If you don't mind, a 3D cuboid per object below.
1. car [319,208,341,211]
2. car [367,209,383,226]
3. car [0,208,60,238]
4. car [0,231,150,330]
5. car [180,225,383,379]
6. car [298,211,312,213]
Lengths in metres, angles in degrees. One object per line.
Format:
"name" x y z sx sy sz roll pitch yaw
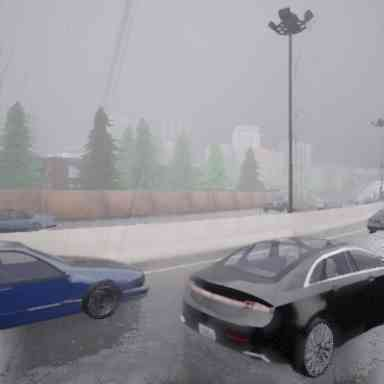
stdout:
"car" 14.257 1.792 33.912 1.895 1.301 4.718 0 0 35
"car" 11.753 1.656 19.330 2.033 1.411 5.357 0 0 42
"car" -10.294 1.660 18.248 5.357 1.411 2.033 0 0 -37
"car" -3.444 1.583 5.674 5.357 1.411 2.033 0 0 -36
"car" 2.100 1.525 5.614 4.902 1.511 2.128 0 0 -38
"car" 12.758 1.763 37.873 2.033 1.411 5.357 0 0 35
